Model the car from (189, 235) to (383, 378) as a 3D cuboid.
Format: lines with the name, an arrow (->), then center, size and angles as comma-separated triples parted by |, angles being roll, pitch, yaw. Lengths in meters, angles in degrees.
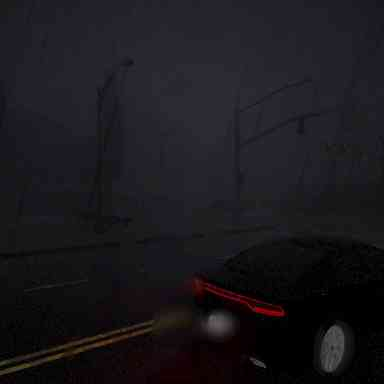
car -> 2.278, 1.478, 5.631 | 5.008, 1.535, 1.882 | 0, 0, -37

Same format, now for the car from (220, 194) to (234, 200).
car -> 10.024, 1.395, 95.078 | 3.806, 1.475, 1.970 | 0, 0, -37

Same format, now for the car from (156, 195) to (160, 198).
car -> -7.303, 1.153, 89.220 | 4.605, 1.855, 1.932 | 0, 0, -37

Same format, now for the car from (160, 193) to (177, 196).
car -> -5.625, 1.156, 86.861 | 3.866, 1.878, 1.905 | 0, 0, -37

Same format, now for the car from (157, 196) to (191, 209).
car -> -2.487, 1.564, 45.144 | 1.994, 1.385, 4.181 | 0, 0, -35

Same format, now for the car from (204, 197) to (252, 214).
car -> 3.972, 1.547, 35.918 | 2.033, 1.411, 5.357 | 0, 0, -35

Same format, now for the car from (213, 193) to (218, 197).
car -> 6.079, 1.156, 71.110 | 3.866, 1.878, 1.905 | 0, 0, -37

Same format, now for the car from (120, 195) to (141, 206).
car -> -10.413, 1.351, 56.508 | 2.097, 1.767, 4.553 | 0, 0, -35

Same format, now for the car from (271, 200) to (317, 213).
car -> 11.321, 1.547, 37.261 | 2.033, 1.411, 5.357 | 0, 0, -28

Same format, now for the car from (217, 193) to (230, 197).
car -> 7.793, 1.395, 68.776 | 3.806, 1.475, 1.970 | 0, 0, -37
